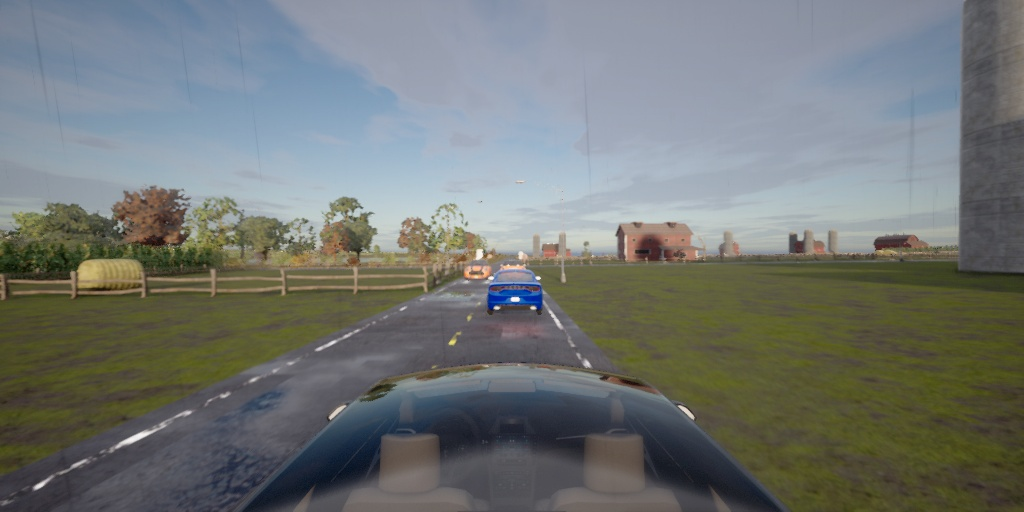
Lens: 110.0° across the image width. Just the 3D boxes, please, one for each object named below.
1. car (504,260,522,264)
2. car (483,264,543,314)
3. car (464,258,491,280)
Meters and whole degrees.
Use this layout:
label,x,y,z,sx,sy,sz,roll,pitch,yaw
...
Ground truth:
label,x,y,z,sx,sy,sz,roll,pitch,yaw
car,0.093,1.099,30.018,2.097,1.767,4.553,0,0,0
car,0.110,1.226,13.868,1.882,1.535,5.008,0,0,0
car,-2.853,1.098,30.955,2.097,1.767,4.553,0,0,0
